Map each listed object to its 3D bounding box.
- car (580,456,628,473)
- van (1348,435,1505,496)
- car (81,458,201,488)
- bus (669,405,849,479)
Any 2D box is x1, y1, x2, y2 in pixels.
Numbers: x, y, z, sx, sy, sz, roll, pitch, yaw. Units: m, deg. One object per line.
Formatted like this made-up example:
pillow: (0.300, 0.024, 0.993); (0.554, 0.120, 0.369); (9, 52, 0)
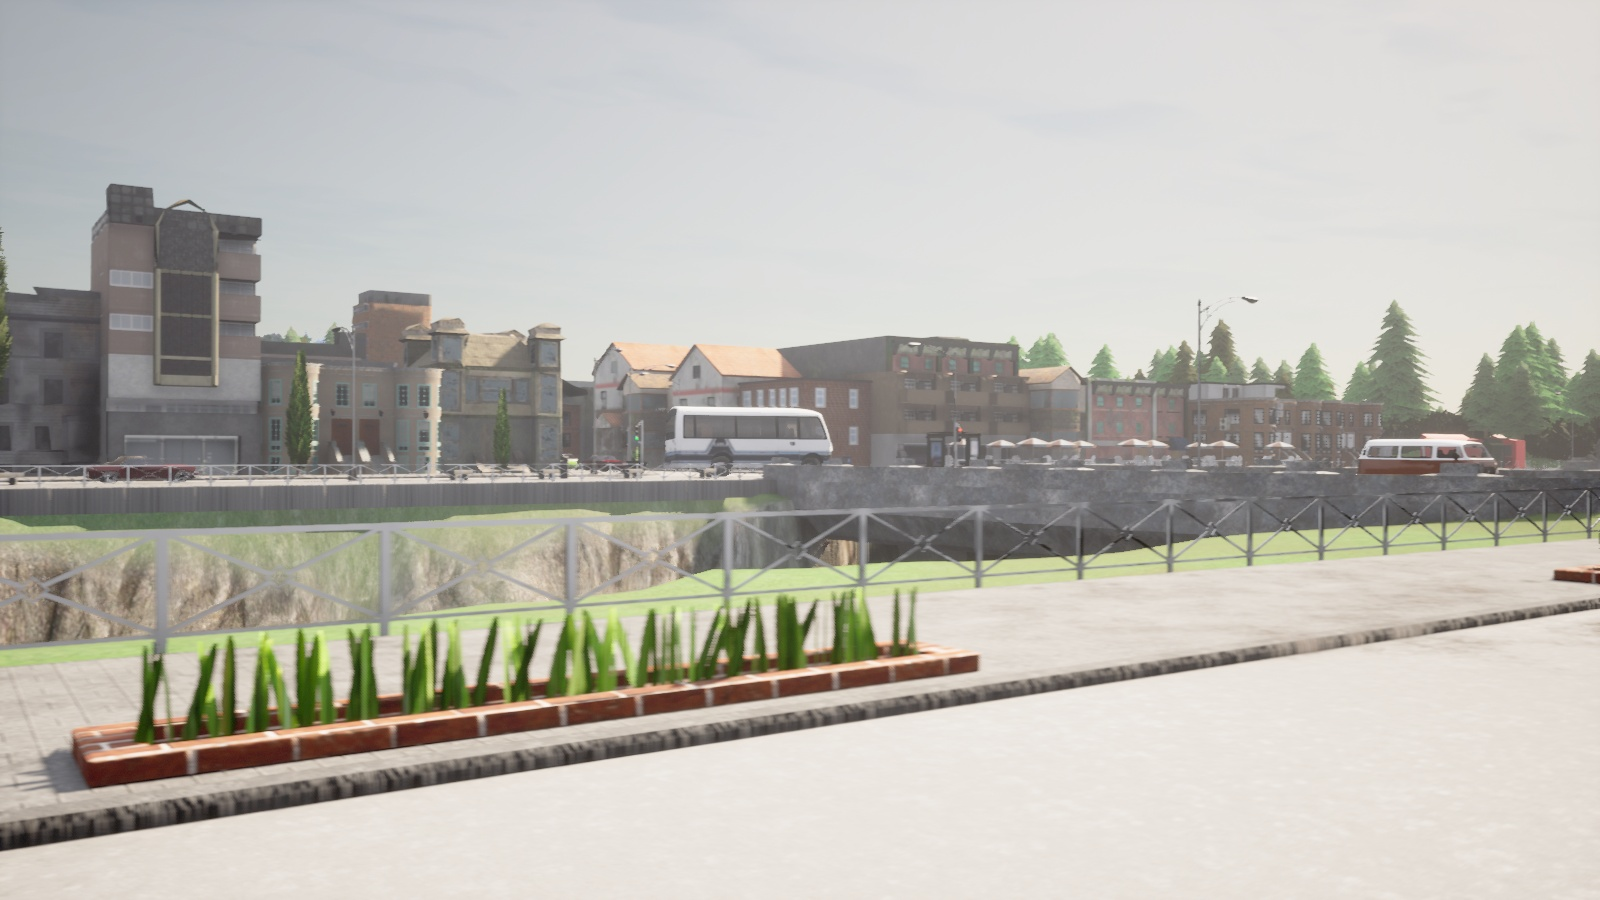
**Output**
car: (-15.252, 1.116, 97.516); (1.895, 1.301, 4.718); (0, 0, -34)
van: (21.938, 0.530, 44.130); (2.069, 2.038, 4.480); (0, 0, -35)
car: (-30.513, 1.052, 58.224); (4.718, 1.301, 1.895); (0, 0, -35)
bus: (-2.542, -0.438, 76.634); (10.273, 4.253, 3.944); (0, -2, -17)
